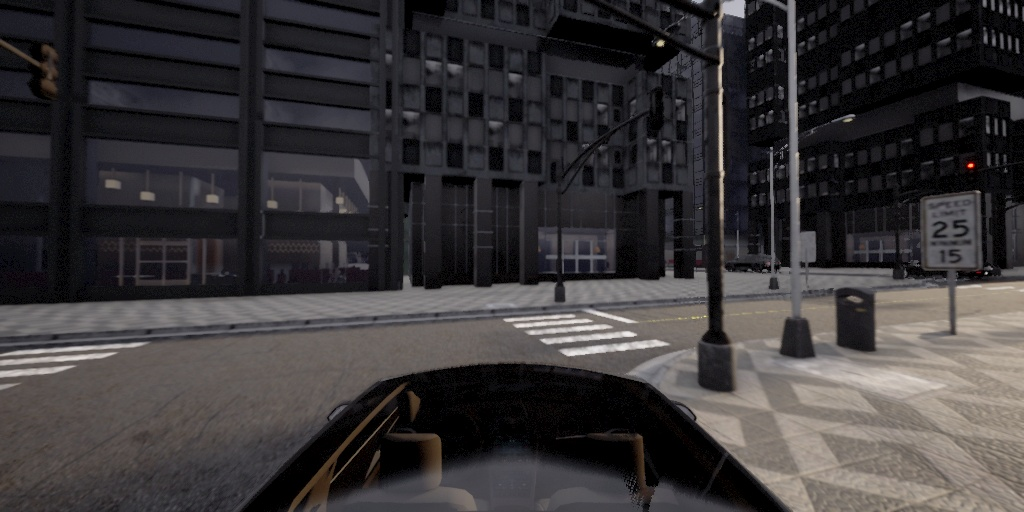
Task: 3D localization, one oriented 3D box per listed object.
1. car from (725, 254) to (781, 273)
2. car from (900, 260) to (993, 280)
[{"bbox_3d":[26.397,0.859,39.540,2.150,2.045,5.566,0,-1,-16],"label":"car"},{"bbox_3d":[30.229,0.896,25.467,1.837,1.490,4.892,0,-1,-6],"label":"car"}]
